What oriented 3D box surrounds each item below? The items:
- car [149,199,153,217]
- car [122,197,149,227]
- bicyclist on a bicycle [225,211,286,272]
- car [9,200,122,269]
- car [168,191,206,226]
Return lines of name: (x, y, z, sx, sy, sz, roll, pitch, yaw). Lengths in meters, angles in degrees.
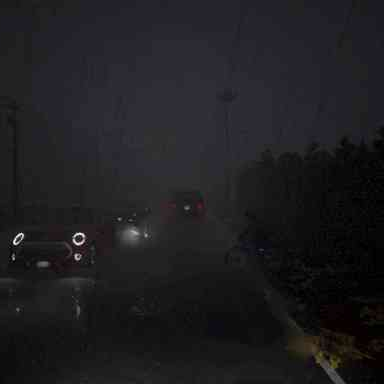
car: (-4.060, 1.179, 25.736, 1.837, 1.490, 4.892, 0, 1, -1)
car: (-4.014, 1.222, 20.604, 1.837, 1.490, 4.892, 0, 1, -1)
bicyclist on a bicycle: (1.700, 1.325, 8.864, 1.656, 1.620, 0.582, 0, 1, -1)
car: (-3.807, 1.206, 10.620, 2.097, 1.767, 4.553, 0, 1, -1)
car: (-0.341, 0.933, 20.746, 2.150, 2.045, 5.566, 0, 1, -1)
